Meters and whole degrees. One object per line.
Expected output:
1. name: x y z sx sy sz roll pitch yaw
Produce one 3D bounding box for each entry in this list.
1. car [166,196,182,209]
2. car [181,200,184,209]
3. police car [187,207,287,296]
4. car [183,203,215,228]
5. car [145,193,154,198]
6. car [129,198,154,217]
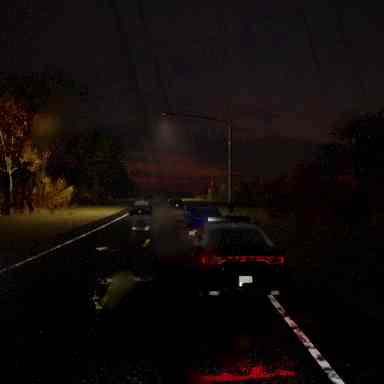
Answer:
1. car: -2.191 1.482 45.630 1.837 1.490 4.892 0 0 -5
2. car: 0.363 1.513 24.752 1.812 1.442 4.674 0 0 -3
3. police car: 0.949 1.423 8.784 1.930 1.638 5.238 0 0 -1
4. car: 0.645 1.472 18.725 1.882 1.535 5.008 0 0 -2
5. car: -10.821 1.158 84.613 2.150 2.045 5.566 0 0 -8
6. car: -4.710 1.552 31.166 1.994 1.385 4.181 0 0 -4
